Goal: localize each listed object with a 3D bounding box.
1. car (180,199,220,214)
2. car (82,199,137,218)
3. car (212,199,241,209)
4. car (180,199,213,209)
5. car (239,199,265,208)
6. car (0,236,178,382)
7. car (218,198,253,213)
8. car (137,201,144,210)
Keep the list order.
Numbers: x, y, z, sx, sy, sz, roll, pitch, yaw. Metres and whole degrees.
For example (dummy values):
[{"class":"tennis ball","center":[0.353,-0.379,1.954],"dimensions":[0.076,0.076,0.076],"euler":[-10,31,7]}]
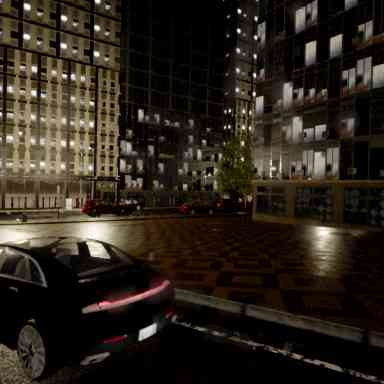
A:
[{"class":"car","center":[0.672,1.966,40.437],"dimensions":[4.507,1.381,1.887],"euler":[1,1,-34]},{"class":"car","center":[-8.680,1.645,34.031],"dimensions":[5.009,1.841,2.192],"euler":[1,1,-34]},{"class":"car","center":[5.581,1.872,53.343],"dimensions":[4.313,1.339,1.947],"euler":[1,1,-34]},{"class":"car","center":[0.763,1.784,50.045],"dimensions":[4.829,1.417,1.752],"euler":[1,1,-34]},{"class":"car","center":[10.259,1.934,56.545],"dimensions":[4.206,1.307,1.802],"euler":[1,1,-34]},{"class":"car","center":[-2.503,1.489,5.468],"dimensions":[4.902,1.511,2.128],"euler":[0,0,36]},{"class":"car","center":[5.355,1.782,43.635],"dimensions":[5.009,1.841,2.192],"euler":[1,1,-34]},{"class":"car","center":[-8.454,1.720,43.739],"dimensions":[4.403,1.369,2.008],"euler":[1,1,-34]}]
